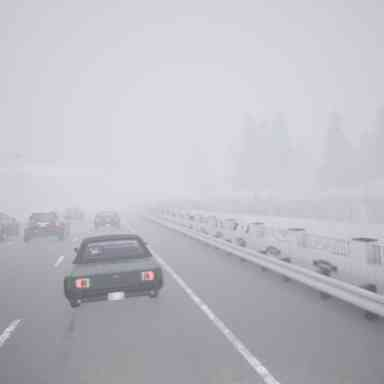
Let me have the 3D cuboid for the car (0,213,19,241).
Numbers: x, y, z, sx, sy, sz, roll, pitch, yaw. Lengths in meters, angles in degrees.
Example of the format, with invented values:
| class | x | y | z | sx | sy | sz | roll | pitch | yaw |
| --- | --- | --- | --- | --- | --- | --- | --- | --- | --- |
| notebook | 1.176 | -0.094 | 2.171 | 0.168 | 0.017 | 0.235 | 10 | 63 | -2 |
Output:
| class | x | y | z | sx | sy | sz | roll | pitch | yaw |
| --- | --- | --- | --- | --- | --- | --- | --- | --- | --- |
| car | -12.675 | 2.162 | 21.432 | 2.097 | 1.767 | 4.553 | -3 | -1 | -15 |

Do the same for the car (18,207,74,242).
| class | x | y | z | sx | sy | sz | roll | pitch | yaw |
| --- | --- | --- | --- | --- | --- | --- | --- | --- | --- |
| car | -8.820 | 1.953 | 20.527 | 2.097 | 1.767 | 4.553 | -3 | -1 | -15 |

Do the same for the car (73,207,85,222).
| class | x | y | z | sx | sy | sz | roll | pitch | yaw |
| --- | --- | --- | --- | --- | --- | --- | --- | --- | --- |
| car | -13.333 | 2.473 | 37.661 | 2.097 | 1.767 | 4.553 | -3 | -1 | -15 |

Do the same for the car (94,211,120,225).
| class | x | y | z | sx | sy | sz | roll | pitch | yaw |
| --- | --- | --- | --- | --- | --- | --- | --- | --- | --- |
| car | -6.776 | 2.196 | 26.539 | 1.895 | 1.301 | 4.718 | -3 | -1 | -15 |

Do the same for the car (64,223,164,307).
| class | x | y | z | sx | sy | sz | roll | pitch | yaw |
| --- | --- | --- | --- | --- | --- | --- | --- | --- | --- |
| car | -2.015 | 1.735 | 8.483 | 1.895 | 1.301 | 4.718 | -3 | 0 | -15 |
